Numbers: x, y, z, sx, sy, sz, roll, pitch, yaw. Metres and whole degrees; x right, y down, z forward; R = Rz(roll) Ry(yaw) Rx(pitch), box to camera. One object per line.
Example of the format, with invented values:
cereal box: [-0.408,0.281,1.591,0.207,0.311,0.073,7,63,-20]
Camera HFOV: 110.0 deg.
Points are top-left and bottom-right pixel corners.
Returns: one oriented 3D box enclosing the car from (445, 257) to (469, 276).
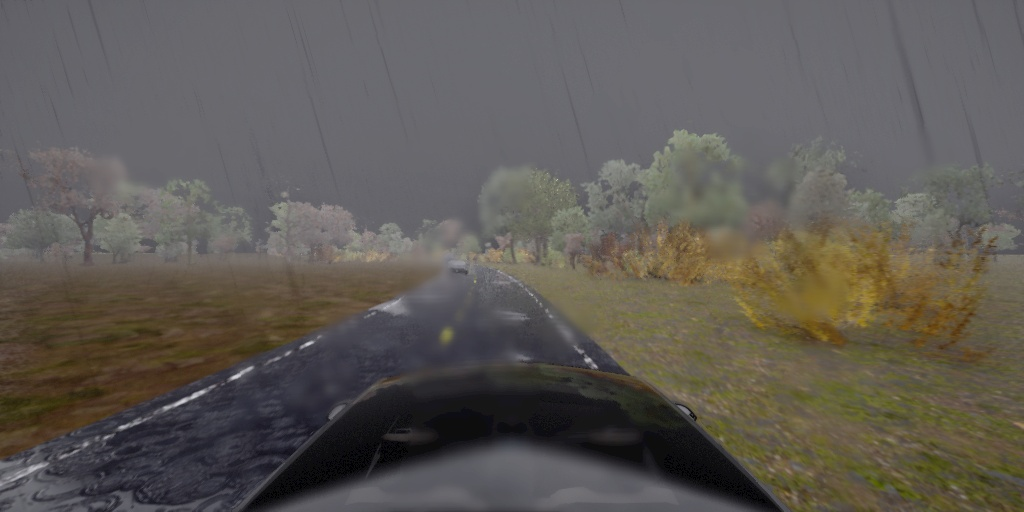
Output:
car: [-5.195,1.109,34.800,1.882,1.535,5.008,0,0,-7]
